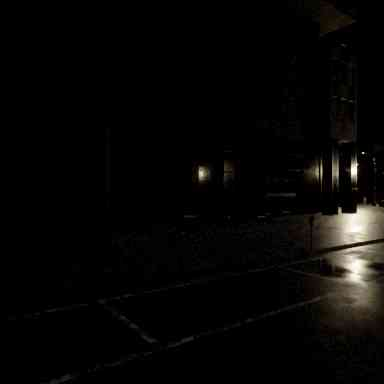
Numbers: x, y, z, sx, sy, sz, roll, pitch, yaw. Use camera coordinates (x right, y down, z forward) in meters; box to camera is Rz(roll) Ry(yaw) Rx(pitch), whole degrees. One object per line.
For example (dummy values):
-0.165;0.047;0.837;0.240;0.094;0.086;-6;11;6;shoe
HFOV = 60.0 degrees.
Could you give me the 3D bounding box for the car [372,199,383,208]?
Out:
26.791;1.455;44.551;1.837;1.490;4.892;0;0;-36;car
